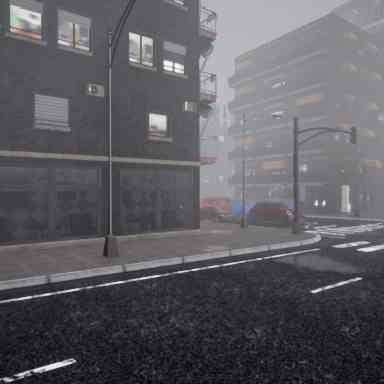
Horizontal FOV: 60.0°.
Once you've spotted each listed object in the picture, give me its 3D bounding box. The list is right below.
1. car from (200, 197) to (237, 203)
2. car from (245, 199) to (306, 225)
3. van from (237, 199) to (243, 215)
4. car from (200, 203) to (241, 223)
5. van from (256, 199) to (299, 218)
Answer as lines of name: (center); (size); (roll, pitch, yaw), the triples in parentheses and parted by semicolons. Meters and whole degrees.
car: (2.127, 1.590, 38.058); (2.150, 2.045, 5.566); (0, -1, -36)
car: (6.682, 1.574, 26.417); (2.097, 1.767, 4.553); (0, -1, -36)
van: (5.297, 1.676, 38.079); (1.690, 1.788, 3.998); (-1, 0, -36)
car: (1.852, 1.874, 28.654); (1.802, 1.307, 4.206); (-1, 0, -36)
van: (8.603, 1.602, 33.556); (1.690, 1.788, 3.998); (-1, 0, -36)
